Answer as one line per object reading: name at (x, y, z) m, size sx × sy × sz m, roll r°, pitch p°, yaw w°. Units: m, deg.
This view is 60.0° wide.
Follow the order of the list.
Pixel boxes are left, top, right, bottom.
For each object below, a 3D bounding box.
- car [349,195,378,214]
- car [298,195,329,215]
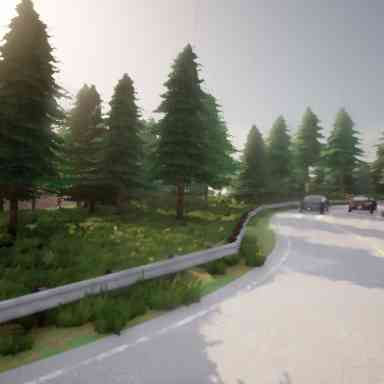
car at (14.668, 0.998, 28.441) m, size 1.812 × 1.442 × 4.674 m, roll 0°, pitch 1°, yaw 34°
car at (10.101, 1.001, 27.448) m, size 1.837 × 1.490 × 4.892 m, roll 0°, pitch 1°, yaw 30°
